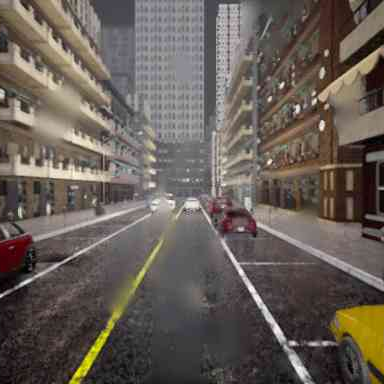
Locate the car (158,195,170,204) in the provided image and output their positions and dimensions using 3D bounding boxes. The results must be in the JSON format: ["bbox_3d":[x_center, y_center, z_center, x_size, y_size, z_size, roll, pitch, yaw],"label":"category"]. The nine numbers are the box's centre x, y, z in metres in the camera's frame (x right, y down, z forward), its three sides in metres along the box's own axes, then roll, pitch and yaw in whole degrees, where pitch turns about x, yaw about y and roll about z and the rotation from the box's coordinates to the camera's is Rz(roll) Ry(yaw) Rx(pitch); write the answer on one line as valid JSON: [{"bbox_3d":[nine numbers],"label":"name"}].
[{"bbox_3d":[-5.322,1.404,63.144,1.967,1.590,4.097,-1,0,0],"label":"car"}]

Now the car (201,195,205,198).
[{"bbox_3d":[2.558,1.500,46.686,1.752,1.417,4.829,-1,0,0],"label":"car"}]

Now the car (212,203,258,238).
[{"bbox_3d":[2.228,1.518,17.465,1.812,1.442,4.674,0,0,0],"label":"car"}]

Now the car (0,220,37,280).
[{"bbox_3d":[-5.325,1.437,7.653,1.967,1.590,4.097,-1,0,0],"label":"car"}]

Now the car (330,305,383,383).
[{"bbox_3d":[2.556,1.525,2.294,1.752,1.417,4.829,-1,0,0],"label":"car"}]

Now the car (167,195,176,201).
[{"bbox_3d":[-5.320,1.512,85.341,1.947,1.339,4.313,-1,0,0],"label":"car"}]

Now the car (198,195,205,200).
[{"bbox_3d":[2.560,1.467,91.079,1.752,1.417,4.829,-1,0,0],"label":"car"}]

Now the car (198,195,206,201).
[{"bbox_3d":[2.560,1.491,85.359,1.887,1.381,4.507,-1,0,0],"label":"car"}]

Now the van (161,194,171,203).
[{"bbox_3d":[-5.323,1.301,68.693,1.690,1.788,3.998,-1,0,0],"label":"van"}]

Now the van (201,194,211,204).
[{"bbox_3d":[2.557,1.305,63.163,1.690,1.788,3.998,-1,0,0],"label":"van"}]

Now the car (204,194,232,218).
[{"bbox_3d":[2.555,1.300,29.869,2.192,1.841,5.009,-1,0,0],"label":"car"}]

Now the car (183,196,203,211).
[{"bbox_3d":[0.039,1.505,39.379,1.812,1.442,4.674,0,0,0],"label":"car"}]

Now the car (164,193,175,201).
[{"bbox_3d":[-5.323,1.266,79.792,2.192,1.841,5.009,-1,0,0],"label":"car"}]

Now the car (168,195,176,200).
[{"bbox_3d":[-5.320,1.486,90.890,1.887,1.381,4.507,-1,0,0],"label":"car"}]

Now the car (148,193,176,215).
[{"bbox_3d":[-2.846,1.206,33.993,2.150,2.045,5.566,0,0,0],"label":"car"}]
